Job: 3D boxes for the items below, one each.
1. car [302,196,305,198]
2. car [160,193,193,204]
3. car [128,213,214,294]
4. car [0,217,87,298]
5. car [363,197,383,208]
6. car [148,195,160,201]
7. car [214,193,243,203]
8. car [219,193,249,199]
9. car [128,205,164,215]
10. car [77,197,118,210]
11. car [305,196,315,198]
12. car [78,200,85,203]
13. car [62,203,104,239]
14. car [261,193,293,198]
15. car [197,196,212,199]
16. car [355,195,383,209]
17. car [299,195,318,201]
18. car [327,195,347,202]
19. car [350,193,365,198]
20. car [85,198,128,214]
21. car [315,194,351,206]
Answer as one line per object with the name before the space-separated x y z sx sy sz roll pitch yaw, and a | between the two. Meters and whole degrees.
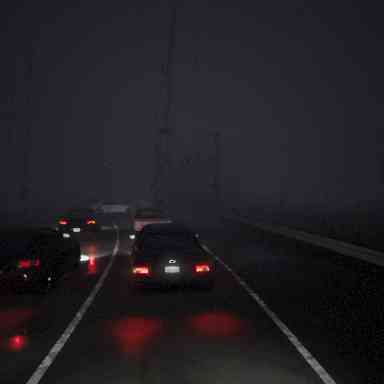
car | 26.534 1.540 75.770 5.357 1.411 2.033 0 0 -22
car | -2.674 1.352 57.525 4.553 1.767 2.097 0 0 -20
car | -0.693 1.547 8.936 2.033 1.411 5.357 0 0 -7
car | -4.208 1.564 8.494 1.994 1.385 4.181 0 0 -6
car | 28.137 1.525 49.834 4.674 1.442 1.812 0 0 -20
car | -6.911 1.352 67.119 4.553 1.767 2.097 0 0 -20
car | 7.523 1.221 68.544 5.566 2.045 2.150 0 0 -20
car | 7.087 1.221 61.026 5.566 2.045 2.150 0 0 -19
car | -2.371 1.601 18.437 1.895 1.301 4.718 0 0 -12
car | -12.135 1.482 42.747 5.008 1.535 1.882 0 0 -20
car | 26.155 1.478 67.913 5.008 1.535 1.882 0 0 -22
car | -9.673 1.496 36.193 4.902 1.511 2.128 0 0 -20
car | -5.685 1.526 17.104 1.812 1.442 4.674 0 0 -13
car | 16.849 1.221 64.503 5.566 2.045 2.150 0 0 -19
car | 2.268 1.553 70.362 4.181 1.385 1.994 0 0 -20
car | 24.951 1.477 44.945 5.008 1.535 1.882 0 0 -20
car | 28.116 1.552 80.555 4.181 1.385 1.994 0 0 -26
car | 35.197 1.525 80.882 4.902 1.511 2.128 0 0 -34
car | 35.695 1.225 72.841 5.566 2.045 2.150 0 0 -30
car | -7.919 1.530 33.105 4.674 1.442 1.812 0 0 -20
car | 23.556 1.505 55.615 4.892 1.490 1.837 0 0 -20
